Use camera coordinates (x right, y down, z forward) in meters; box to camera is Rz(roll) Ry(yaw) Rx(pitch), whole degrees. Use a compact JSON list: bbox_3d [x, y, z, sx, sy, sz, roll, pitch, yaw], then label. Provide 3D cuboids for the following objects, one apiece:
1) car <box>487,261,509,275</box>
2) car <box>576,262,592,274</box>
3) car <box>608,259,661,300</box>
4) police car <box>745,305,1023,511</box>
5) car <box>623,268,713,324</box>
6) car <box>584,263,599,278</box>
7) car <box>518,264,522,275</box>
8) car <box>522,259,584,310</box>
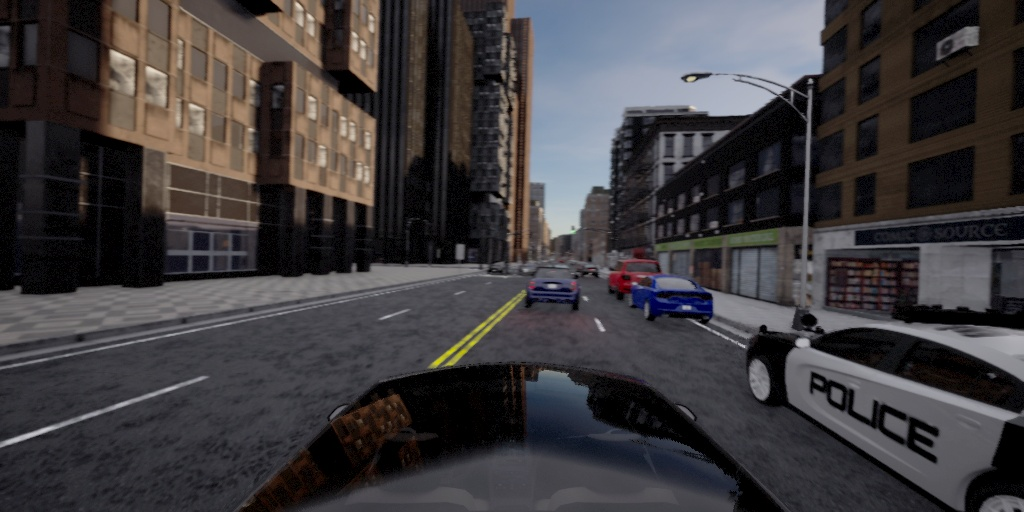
[{"bbox_3d":[-1.478,1.278,39.408,1.837,1.490,4.892,2,-1,9],"label":"car"},{"bbox_3d":[9.955,1.689,49.846,1.812,1.442,4.674,2,0,9],"label":"car"},{"bbox_3d":[6.521,1.214,19.278,2.150,2.045,5.566,2,0,8],"label":"car"},{"bbox_3d":[4.239,1.314,3.522,1.930,1.638,5.238,2,0,8],"label":"police car"},{"bbox_3d":[5.651,1.429,13.310,1.882,1.535,5.008,2,0,8],"label":"car"},{"bbox_3d":[8.429,1.596,39.302,1.837,1.490,4.892,2,0,8],"label":"car"},{"bbox_3d":[1.817,1.371,39.472,2.128,1.511,4.902,2,0,9],"label":"car"},{"bbox_3d":[1.830,1.183,15.676,2.097,1.767,4.553,2,0,8],"label":"car"}]
